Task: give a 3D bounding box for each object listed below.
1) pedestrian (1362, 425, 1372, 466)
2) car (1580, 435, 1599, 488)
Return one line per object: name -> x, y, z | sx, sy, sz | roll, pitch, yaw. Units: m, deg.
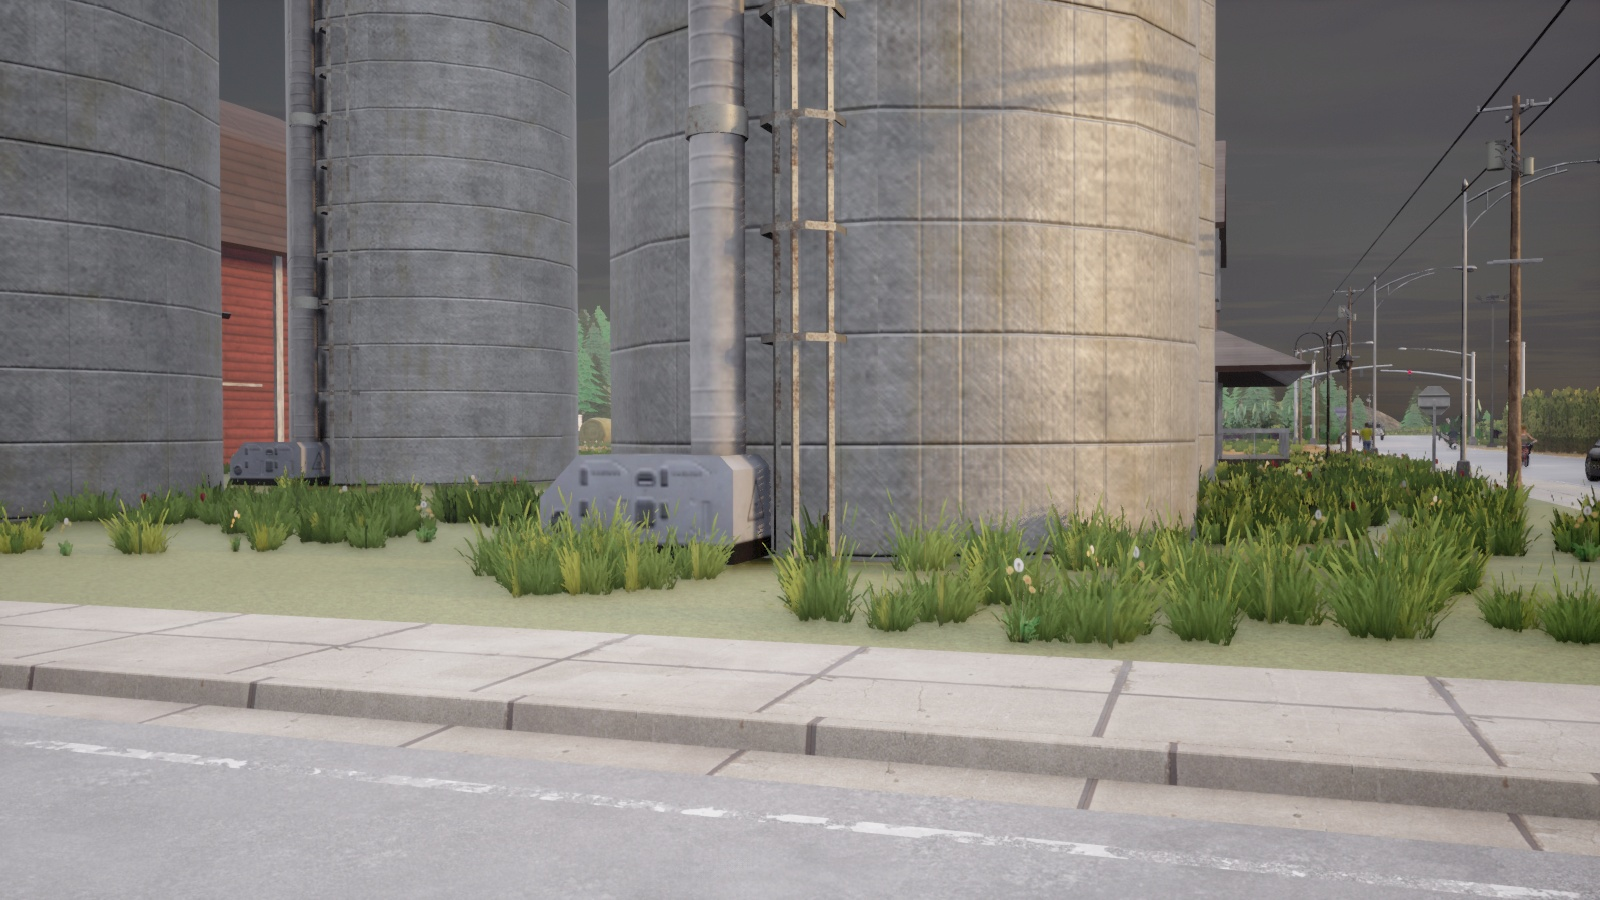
pedestrian -> 25.838, -0.218, 57.249 | 0.354, 1.836, 0.706 | 1, 1, 19
car -> 23.213, 0.322, 34.756 | 1.970, 1.475, 3.806 | 1, 1, 19
